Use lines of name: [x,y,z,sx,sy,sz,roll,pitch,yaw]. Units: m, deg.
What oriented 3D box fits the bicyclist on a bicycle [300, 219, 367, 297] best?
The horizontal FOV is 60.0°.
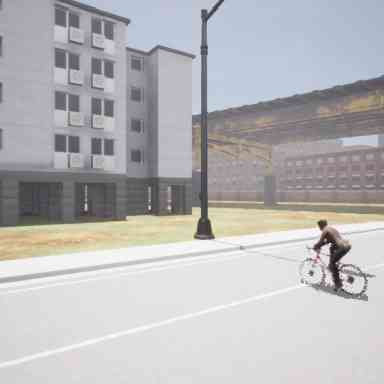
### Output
bicyclist on a bicycle: [3.124,1.455,7.536,0.582,1.620,1.656,0,-2,-36]
